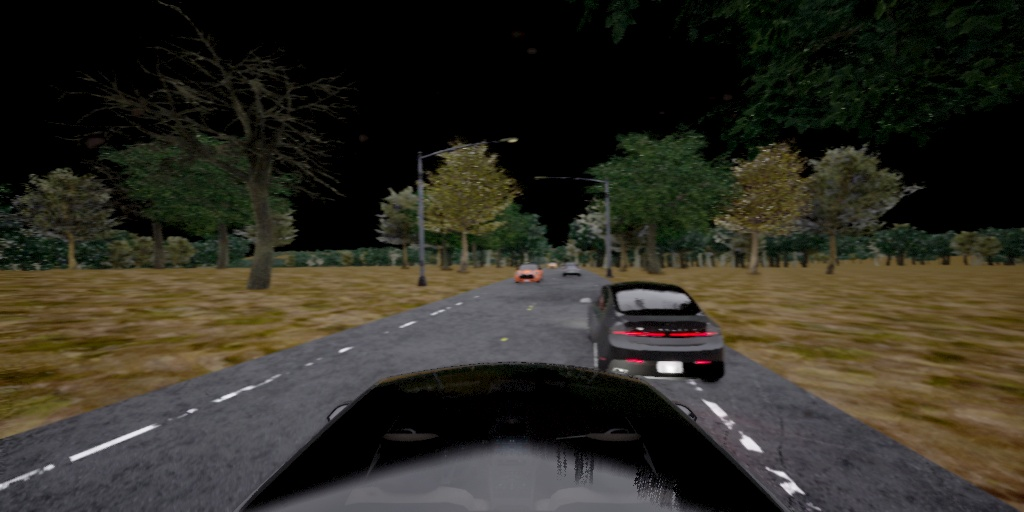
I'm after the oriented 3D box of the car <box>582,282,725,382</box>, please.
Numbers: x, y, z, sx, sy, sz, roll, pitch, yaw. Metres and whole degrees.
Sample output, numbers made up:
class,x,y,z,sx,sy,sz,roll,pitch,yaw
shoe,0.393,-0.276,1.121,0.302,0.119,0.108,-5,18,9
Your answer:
class,x,y,z,sx,sy,sz,roll,pitch,yaw
car,2.503,1.258,7.185,1.837,1.490,4.892,-1,-1,9

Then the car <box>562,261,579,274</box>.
class,x,y,z,sx,sy,sz,roll,pitch,yaw
car,8.251,1.573,50.605,2.097,1.767,4.553,-1,-1,9

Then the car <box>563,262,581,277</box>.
class,x,y,z,sx,sy,sz,roll,pitch,yaw
car,6.872,1.668,41.432,1.994,1.385,4.181,-1,-1,9

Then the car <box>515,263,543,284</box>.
class,x,y,z,sx,sy,sz,roll,pitch,yaw
car,1.523,1.429,31.191,2.097,1.767,4.553,-1,-1,9
